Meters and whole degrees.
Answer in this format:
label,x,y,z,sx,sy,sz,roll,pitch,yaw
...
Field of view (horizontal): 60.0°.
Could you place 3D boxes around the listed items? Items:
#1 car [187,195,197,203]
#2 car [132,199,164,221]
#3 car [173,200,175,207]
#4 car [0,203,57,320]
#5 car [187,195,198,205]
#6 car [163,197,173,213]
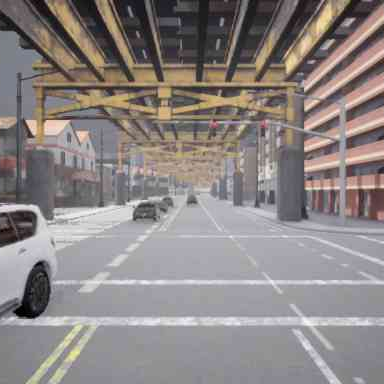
label,x,y,z,sx,sy,sz,roll,pitch,yaw
car,0.010,1.362,69.741,1.882,1.535,5.008,0,1,0
car,-3.626,1.529,27.080,1.837,1.490,4.892,0,0,0
car,-3.639,1.525,49.303,1.837,1.490,4.892,0,1,0
car,-3.863,1.225,4.509,2.150,2.045,5.566,-1,0,2
car,0.037,1.583,57.867,1.895,1.301,4.718,0,0,0
car,-3.634,1.581,37.467,2.033,1.411,5.357,0,0,0
